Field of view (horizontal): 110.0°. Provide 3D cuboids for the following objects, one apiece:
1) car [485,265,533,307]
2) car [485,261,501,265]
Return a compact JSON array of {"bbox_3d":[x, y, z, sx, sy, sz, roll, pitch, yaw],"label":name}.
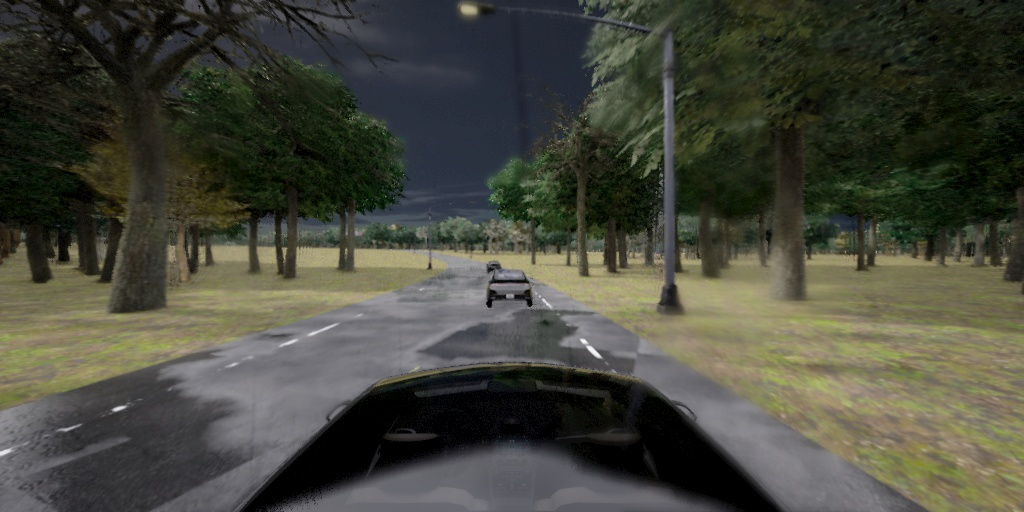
[{"bbox_3d":[-0.153,1.331,16.152,2.128,1.511,4.902,0,0,-2],"label":"car"},{"bbox_3d":[-2.529,1.421,48.502,1.837,1.490,4.892,0,0,-7],"label":"car"}]
